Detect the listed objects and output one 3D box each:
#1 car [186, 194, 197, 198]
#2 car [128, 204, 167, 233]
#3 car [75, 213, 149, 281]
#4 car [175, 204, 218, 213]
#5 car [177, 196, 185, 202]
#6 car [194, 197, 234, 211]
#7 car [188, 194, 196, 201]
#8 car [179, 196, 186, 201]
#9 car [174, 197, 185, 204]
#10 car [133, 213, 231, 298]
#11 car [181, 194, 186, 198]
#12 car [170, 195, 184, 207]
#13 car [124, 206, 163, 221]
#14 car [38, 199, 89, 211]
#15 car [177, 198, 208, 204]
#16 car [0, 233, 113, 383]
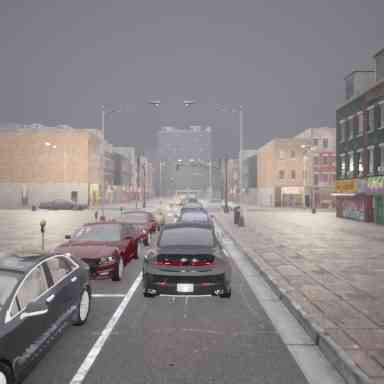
[{"bbox_3d":[0.165,1.639,66.786,1.837,1.490,4.892,0,0,0],"label":"car"},{"bbox_3d":[-2.610,1.543,20.689,1.752,1.417,4.829,0,0,0],"label":"car"},{"bbox_3d":[-2.622,1.550,9.870,1.887,1.381,4.507,0,0,0],"label":"car"},{"bbox_3d":[0.111,1.537,15.967,1.812,1.442,4.674,0,0,0],"label":"car"},{"bbox_3d":[-2.546,1.709,79.866,1.752,1.417,4.829,0,0,0],"label":"car"},{"bbox_3d":[3.023,1.631,42.369,4.674,1.442,1.812,1,1,24],"label":"car"},{"bbox_3d":[0.105,1.464,93.755,2.150,2.045,5.566,0,0,0],"label":"car"},{"bbox_3d":[-2.533,1.772,90.924,1.887,1.381,4.507,0,0,0],"label":"car"},{"bbox_3d":[-2.558,1.693,69.148,2.008,1.369,4.403,0,0,0],"label":"car"},{"bbox_3d":[-0.068,1.509,8.524,1.837,1.490,4.892,0,0,1],"label":"car"},{"bbox_3d":[-2.568,1.421,58.260,2.192,1.841,5.009,0,0,0],"label":"car"},{"bbox_3d":[-2.575,1.615,52.647,1.752,1.417,4.829,0,0,0],"label":"car"},{"bbox_3d":[-2.616,1.556,15.365,1.887,1.381,4.507,0,0,0],"label":"car"},{"bbox_3d":[-14.610,1.494,37.993,5.357,1.411,2.033,0,0,2],"label":"car"},{"bbox_3d":[0.052,1.505,26.236,1.882,1.535,5.008,0,0,0],"label":"car"},{"bbox_3d":[-2.628,1.553,4.377,2.008,1.369,4.403,0,0,0],"label":"car"}]
